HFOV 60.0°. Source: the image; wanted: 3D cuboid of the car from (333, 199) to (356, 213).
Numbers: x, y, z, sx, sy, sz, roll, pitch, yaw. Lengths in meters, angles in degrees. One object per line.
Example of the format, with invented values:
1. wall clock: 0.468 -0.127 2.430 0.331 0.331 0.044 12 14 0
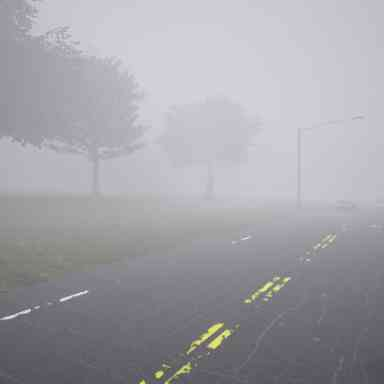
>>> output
1. car: 17.373 1.532 37.704 2.033 1.411 5.357 0 0 34

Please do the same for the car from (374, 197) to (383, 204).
1. car: 35.368 1.632 62.309 1.895 1.301 4.718 0 0 33
